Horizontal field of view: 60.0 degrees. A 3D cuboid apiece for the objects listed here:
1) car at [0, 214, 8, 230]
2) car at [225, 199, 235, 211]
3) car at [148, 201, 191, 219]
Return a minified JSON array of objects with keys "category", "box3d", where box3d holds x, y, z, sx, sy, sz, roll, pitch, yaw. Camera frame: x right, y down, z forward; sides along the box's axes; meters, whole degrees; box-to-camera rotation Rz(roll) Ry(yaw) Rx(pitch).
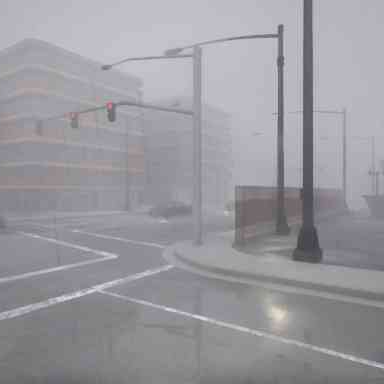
[{"category":"car","box3d":[-12.158,1.532,17.692,4.181,1.385,1.994,0,0,-27]},{"category":"car","box3d":[5.766,1.505,40.618,1.837,1.490,4.892,0,0,34]},{"category":"car","box3d":[-1.855,1.525,29.555,1.812,1.442,4.674,0,0,35]}]
